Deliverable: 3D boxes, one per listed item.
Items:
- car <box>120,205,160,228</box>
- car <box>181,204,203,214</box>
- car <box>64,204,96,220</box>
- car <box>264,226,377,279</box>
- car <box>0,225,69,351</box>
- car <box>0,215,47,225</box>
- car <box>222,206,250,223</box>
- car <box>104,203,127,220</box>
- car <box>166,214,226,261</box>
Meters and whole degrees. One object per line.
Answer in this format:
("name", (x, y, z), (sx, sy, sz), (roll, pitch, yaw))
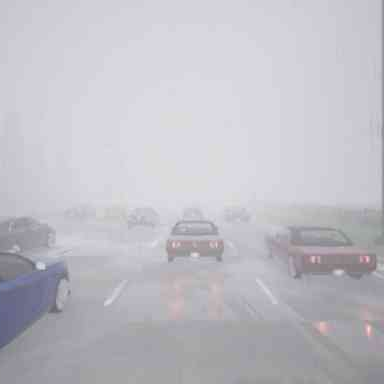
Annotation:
("car", (-3.403, 1.778, 23.898), (2.033, 1.411, 5.357), (0, -1, 0))
("car", (0.087, 1.827, 31.206), (1.812, 1.442, 4.674), (0, 0, 0))
("car", (-10.413, 1.825, 31.202), (1.812, 1.442, 4.674), (0, 0, 0))
("car", (3.598, 1.702, 10.367), (1.895, 1.301, 4.718), (0, -1, 0))
("car", (-3.400, 1.524, 4.764), (1.882, 1.535, 5.008), (0, 0, 0))
("car", (-6.902, 1.628, 12.673), (1.837, 1.490, 4.892), (0, 0, 0))
("car", (3.595, 1.874, 28.177), (1.895, 1.301, 4.718), (0, -1, 0))
("car", (-6.905, 1.783, 31.700), (1.882, 1.535, 5.008), (0, 0, 0))
("car", (0.098, 1.725, 12.765), (1.895, 1.301, 4.718), (0, -1, 0))
